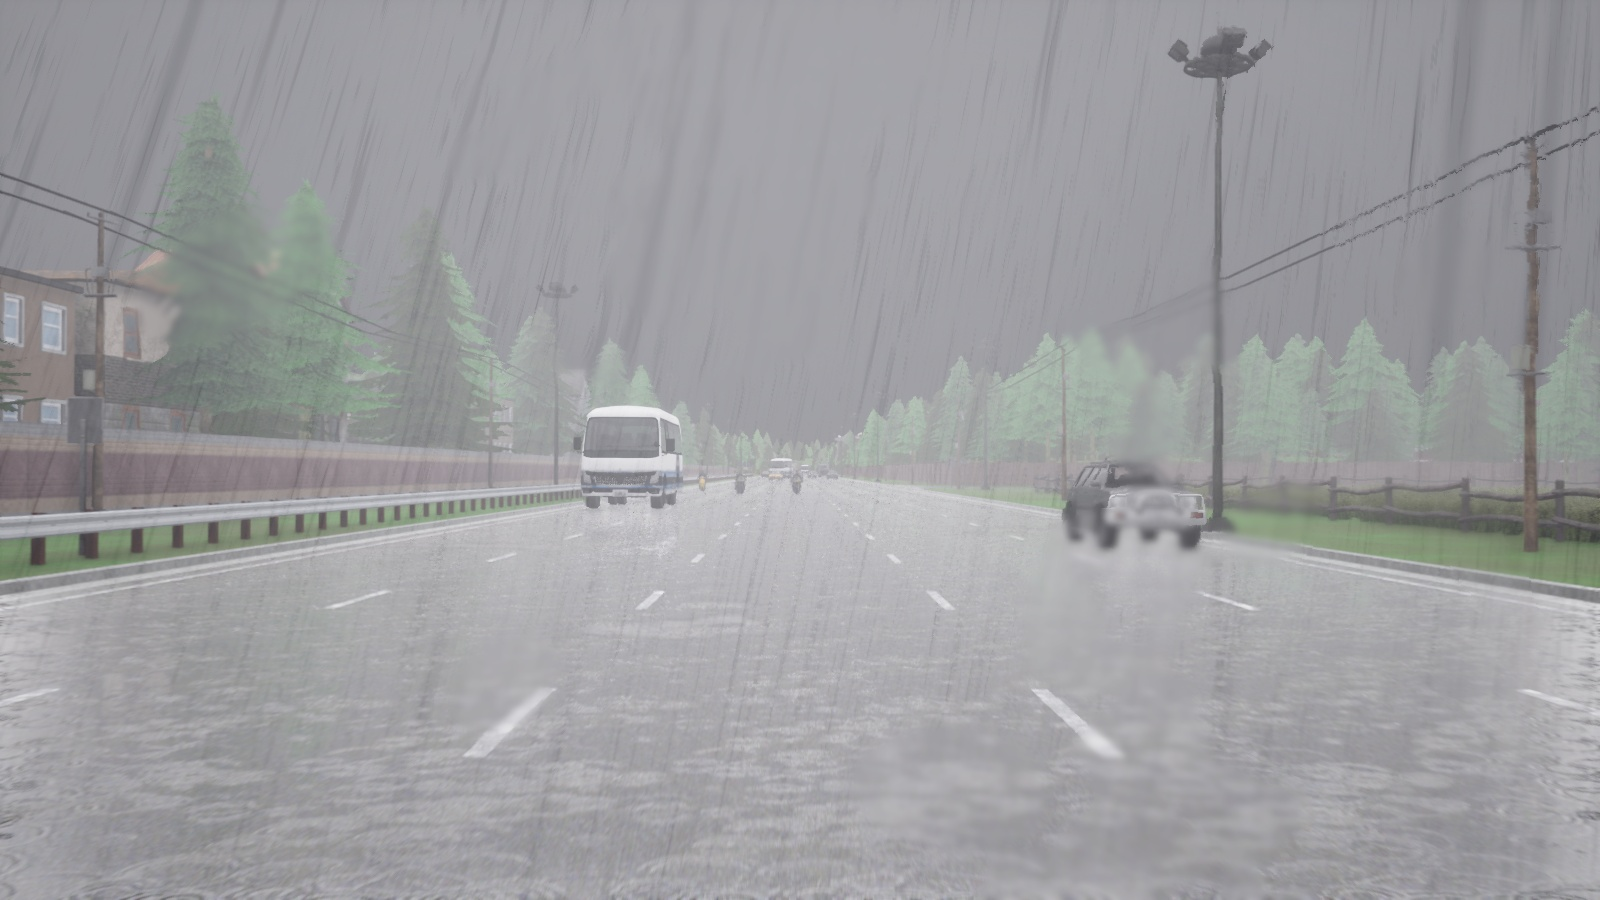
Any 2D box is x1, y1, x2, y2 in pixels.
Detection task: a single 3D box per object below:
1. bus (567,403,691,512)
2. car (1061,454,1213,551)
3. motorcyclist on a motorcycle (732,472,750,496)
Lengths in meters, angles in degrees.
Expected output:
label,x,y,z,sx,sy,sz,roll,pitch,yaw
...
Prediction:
label,x,y,z,sx,sy,sz,roll,pitch,yaw
bus,-7.136,0.375,54.248,3.944,4.253,10.273,0,-1,0
car,6.936,1.045,26.394,1.932,1.855,4.605,0,-1,0
motorcyclist on a motorcycle,-3.972,2.274,84.136,0.866,1.530,2.191,-1,-1,-11
